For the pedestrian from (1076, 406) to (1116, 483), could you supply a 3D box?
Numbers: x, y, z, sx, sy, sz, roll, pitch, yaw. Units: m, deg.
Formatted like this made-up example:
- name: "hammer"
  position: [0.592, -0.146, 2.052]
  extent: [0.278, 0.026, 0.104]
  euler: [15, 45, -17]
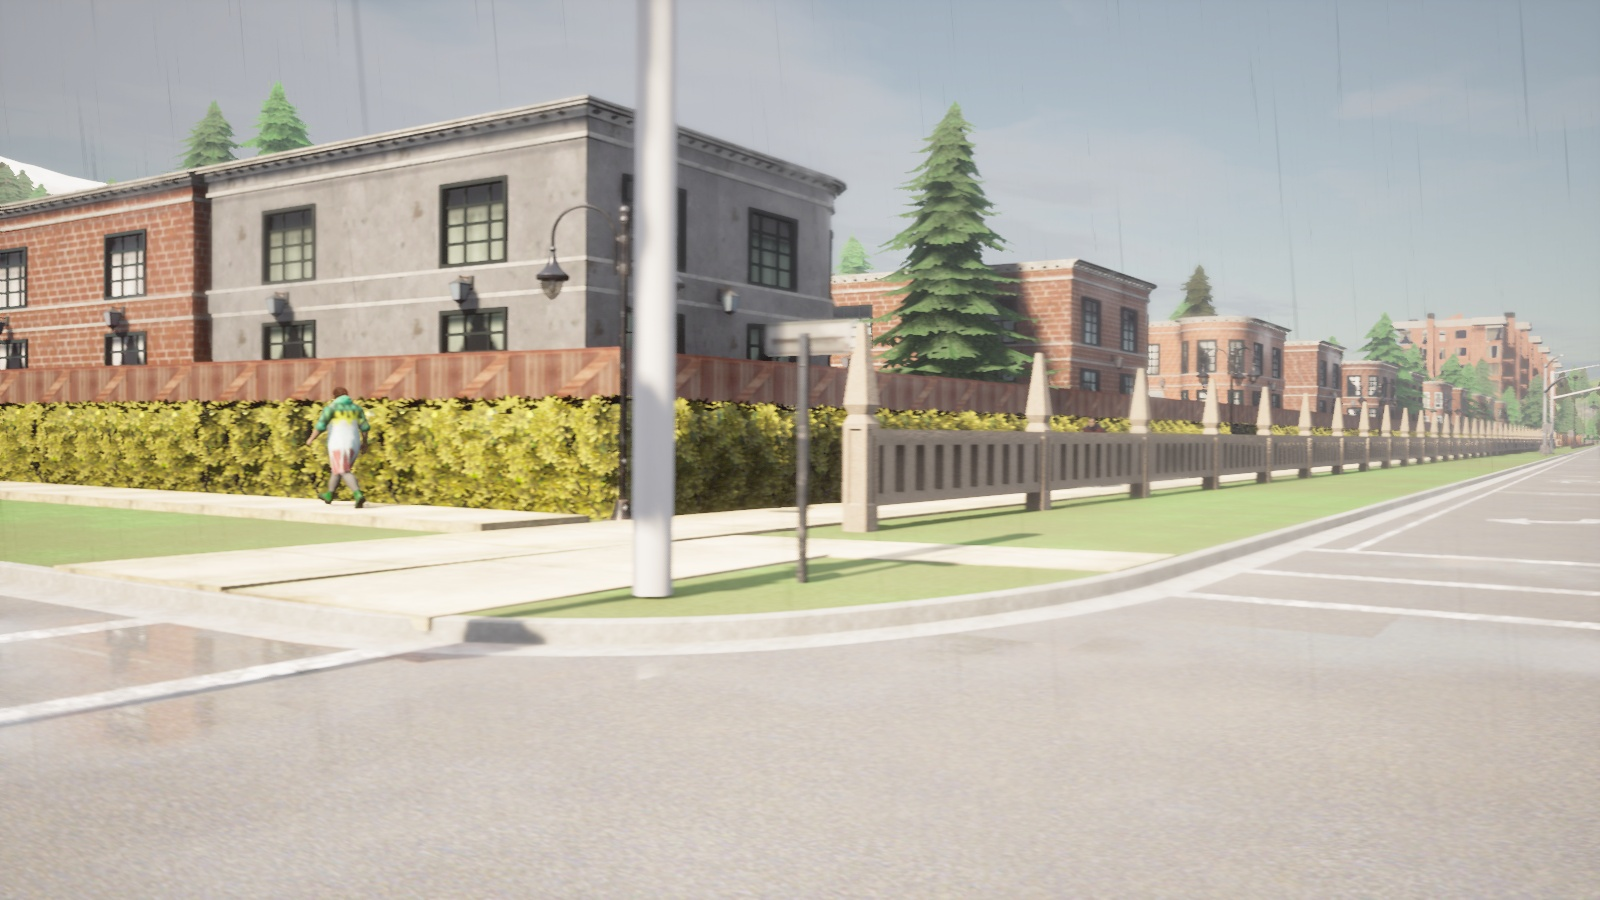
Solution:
- name: "pedestrian"
  position: [7.226, -0.144, 30.651]
  extent: [0.634, 1.844, 0.899]
  euler: [0, 1, 36]

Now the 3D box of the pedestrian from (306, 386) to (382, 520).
- name: "pedestrian"
  position: [-6.796, 0.041, 18.724]
  extent: [0.873, 1.952, 0.659]
  euler: [0, 1, 34]
